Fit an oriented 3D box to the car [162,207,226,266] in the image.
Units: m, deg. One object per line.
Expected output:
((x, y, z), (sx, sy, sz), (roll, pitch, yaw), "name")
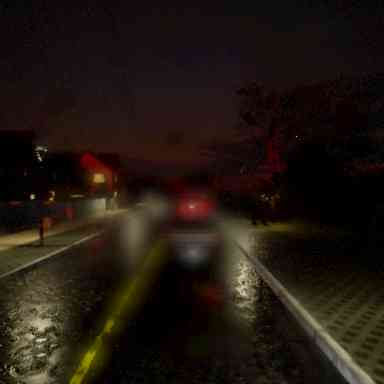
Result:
((0.069, 1.470, 11.468), (2.128, 1.511, 4.902), (0, 0, 0), "car")

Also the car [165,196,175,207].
((-2.810, 1.375, 49.523), (2.097, 1.767, 4.553), (0, 0, 0), "car")

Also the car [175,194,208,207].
((0.073, 1.203, 26.072), (2.150, 2.045, 5.566), (0, 0, 1), "car")
